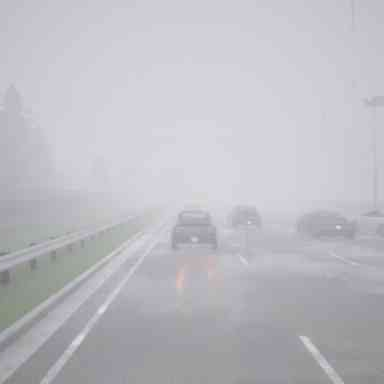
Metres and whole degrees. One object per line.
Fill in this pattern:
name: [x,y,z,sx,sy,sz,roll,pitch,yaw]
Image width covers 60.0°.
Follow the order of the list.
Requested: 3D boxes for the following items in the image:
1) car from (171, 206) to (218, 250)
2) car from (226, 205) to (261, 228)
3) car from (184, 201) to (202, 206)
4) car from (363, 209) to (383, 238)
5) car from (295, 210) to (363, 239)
car: [0.096,1.594,14.952,2.128,1.511,4.902,0,0,0]
car: [3.594,1.665,23.370,1.837,1.490,4.892,0,0,0]
car: [0.089,1.731,37.386,1.882,1.535,5.008,0,0,0]
car: [10.597,1.649,18.290,1.812,1.442,4.674,0,0,0]
car: [7.095,1.687,18.112,1.994,1.385,4.181,0,0,0]
